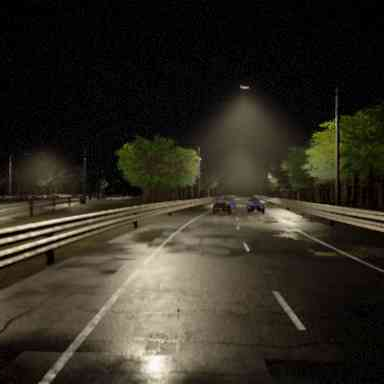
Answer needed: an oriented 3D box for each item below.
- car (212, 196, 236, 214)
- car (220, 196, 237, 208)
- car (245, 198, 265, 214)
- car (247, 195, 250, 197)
[{"bbox_3d":[3.314,1.535,36.087,2.128,1.511,4.902,0,0,9],"label":"car"},{"bbox_3d":[5.431,1.423,49.044,2.097,1.767,4.553,0,0,10],"label":"car"},{"bbox_3d":[6.901,1.656,36.365,1.895,1.301,4.718,0,0,9],"label":"car"},{"bbox_3d":[9.095,1.611,49.749,1.812,1.442,4.674,0,0,10],"label":"car"}]
